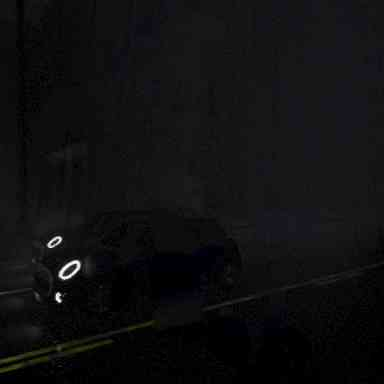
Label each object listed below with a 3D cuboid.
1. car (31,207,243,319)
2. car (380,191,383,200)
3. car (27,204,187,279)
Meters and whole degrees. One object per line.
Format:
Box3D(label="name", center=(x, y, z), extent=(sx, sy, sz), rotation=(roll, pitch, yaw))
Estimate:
Box3D(label="car", center=(-1.050, 1.353, 7.510), extent=(4.553, 1.767, 2.097), rotation=(0, 0, -35))
Box3D(label="car", center=(31.486, 0.593, 53.940), extent=(3.806, 1.475, 1.970), rotation=(-3, 1, -35))
Box3D(label="car", center=(-2.623, 1.353, 10.683), extent=(4.553, 1.767, 2.097), rotation=(0, 0, -35))
